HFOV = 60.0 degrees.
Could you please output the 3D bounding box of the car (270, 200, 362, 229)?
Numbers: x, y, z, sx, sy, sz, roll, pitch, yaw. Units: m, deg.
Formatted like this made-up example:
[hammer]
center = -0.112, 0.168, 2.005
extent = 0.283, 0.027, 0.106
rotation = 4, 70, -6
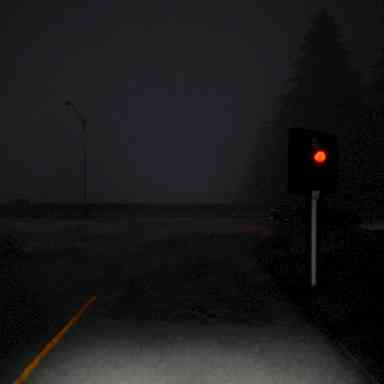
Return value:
[car]
center = 6.888, 1.226, 18.660
extent = 4.902, 1.511, 2.128
rotation = 0, 1, 0
